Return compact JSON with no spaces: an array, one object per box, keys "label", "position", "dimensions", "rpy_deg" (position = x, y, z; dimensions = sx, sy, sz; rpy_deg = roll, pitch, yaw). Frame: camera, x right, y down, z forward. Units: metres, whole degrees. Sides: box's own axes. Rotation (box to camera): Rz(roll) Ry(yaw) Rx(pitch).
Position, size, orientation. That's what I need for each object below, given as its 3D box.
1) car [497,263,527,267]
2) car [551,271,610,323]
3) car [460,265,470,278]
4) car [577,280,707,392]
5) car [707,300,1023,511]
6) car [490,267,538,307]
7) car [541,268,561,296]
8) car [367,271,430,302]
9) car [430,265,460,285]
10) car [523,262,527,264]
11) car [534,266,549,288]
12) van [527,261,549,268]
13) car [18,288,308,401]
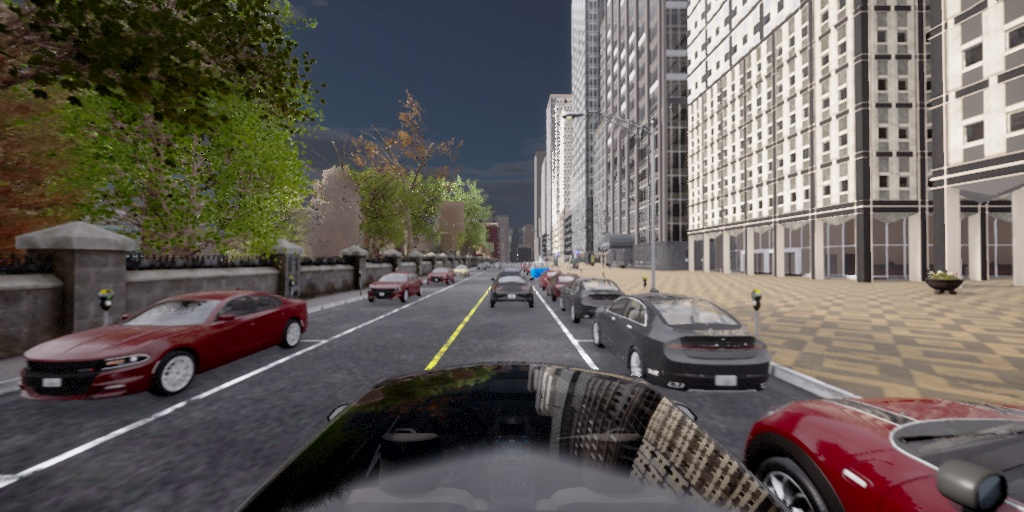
[{"label":"car","position":[-0.009,1.587,30.830],"dimensions":[2.033,1.411,5.357],"rpy_deg":[0,-1,0]},{"label":"car","position":[2.685,1.404,12.313],"dimensions":[2.007,1.370,4.403],"rpy_deg":[0,0,0]},{"label":"car","position":[-5.705,1.667,40.300],"dimensions":[1.751,1.417,4.829],"rpy_deg":[0,0,0]},{"label":"car","position":[2.687,1.349,6.682],"dimensions":[2.007,1.370,4.403],"rpy_deg":[0,0,0]},{"label":"car","position":[2.690,1.183,1.049],"dimensions":[1.967,1.591,4.097],"rpy_deg":[0,0,0]},{"label":"car","position":[0.001,1.417,16.210],"dimensions":[1.812,1.442,4.674],"rpy_deg":[0,0,0]},{"label":"car","position":[2.684,1.491,17.946],"dimensions":[1.802,1.307,4.207],"rpy_deg":[0,0,0]},{"label":"car","position":[-5.697,1.454,17.943],"dimensions":[1.888,1.381,4.507],"rpy_deg":[0,0,0]},{"label":"car","position":[-5.701,1.568,29.206],"dimensions":[1.888,1.381,4.507],"rpy_deg":[0,0,0]},{"label":"car","position":[2.674,1.784,46.104],"dimensions":[1.802,1.307,4.207],"rpy_deg":[0,0,0]},{"label":"car","position":[2.682,1.548,23.577],"dimensions":[1.802,1.307,4.207],"rpy_deg":[0,0,0]},{"label":"van","position":[2.678,1.422,34.842],"dimensions":[1.690,1.789,3.998],"rpy_deg":[0,0,0]},{"label":"car","position":[-5.693,1.343,6.679],"dimensions":[1.888,1.381,4.507],"rpy_deg":[0,0,0]}]
